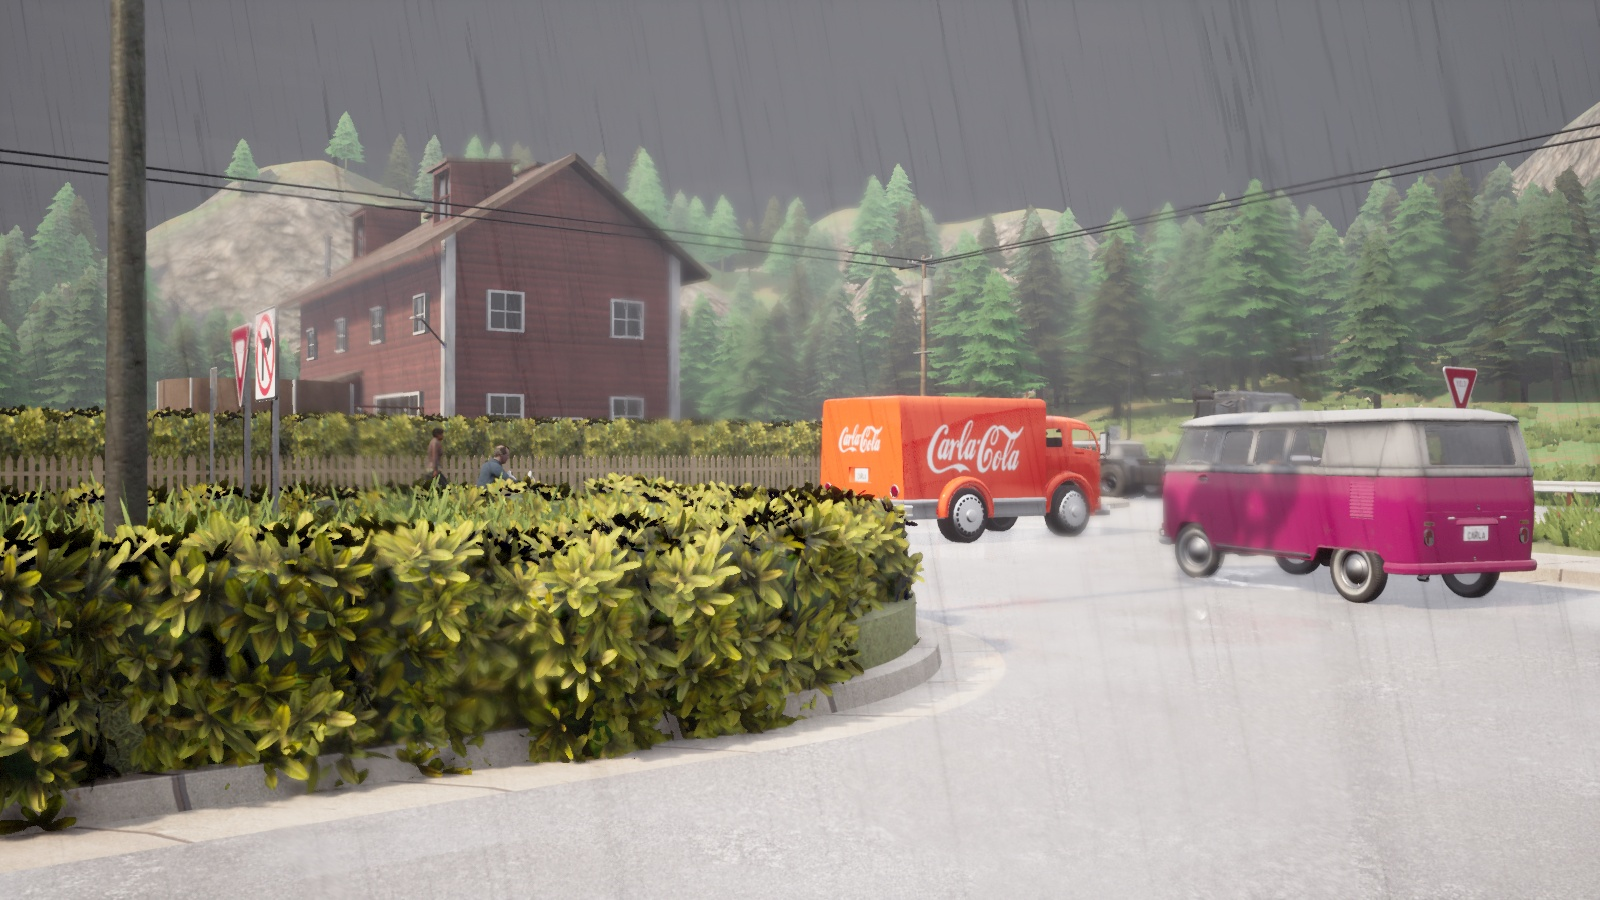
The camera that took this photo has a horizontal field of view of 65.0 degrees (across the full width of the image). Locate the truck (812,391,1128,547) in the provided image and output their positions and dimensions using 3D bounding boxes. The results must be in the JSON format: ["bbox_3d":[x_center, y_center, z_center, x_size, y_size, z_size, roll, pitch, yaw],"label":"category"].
[{"bbox_3d":[3.098,0.306,22.486,5.204,2.467,2.627,0,0,-35],"label":"truck"}]

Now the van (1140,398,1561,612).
[{"bbox_3d":[5.870,0.520,14.076,1.775,1.987,4.442,0,0,-19],"label":"van"}]

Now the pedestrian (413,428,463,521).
[{"bbox_3d":[-7.085,0.475,24.592,0.869,1.805,0.328,0,0,-35],"label":"pedestrian"}]

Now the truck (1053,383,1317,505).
[{"bbox_3d":[11.917,-0.166,39.720,2.891,3.462,7.936,0,0,-34],"label":"truck"}]

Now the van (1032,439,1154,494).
[{"bbox_3d":[10.980,0.590,47.311,1.775,1.987,4.442,0,0,-34],"label":"van"}]
